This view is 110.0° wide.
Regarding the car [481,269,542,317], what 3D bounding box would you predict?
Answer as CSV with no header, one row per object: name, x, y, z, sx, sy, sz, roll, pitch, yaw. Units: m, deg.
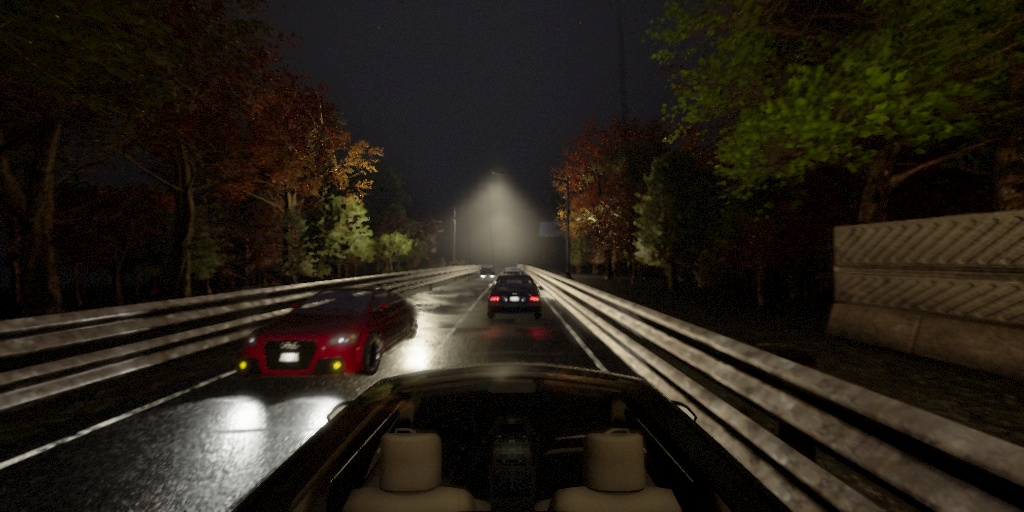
car,0.081,1.380,13.461,2.033,1.411,5.357,0,0,0

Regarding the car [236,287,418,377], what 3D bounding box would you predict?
car,-3.351,1.347,7.391,1.994,1.385,4.181,0,0,0

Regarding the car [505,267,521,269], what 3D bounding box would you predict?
car,0.087,1.717,34.389,1.895,1.301,4.718,0,-1,0

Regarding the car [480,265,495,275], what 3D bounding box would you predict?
car,-3.342,1.953,49.966,1.994,1.385,4.181,0,-1,0
